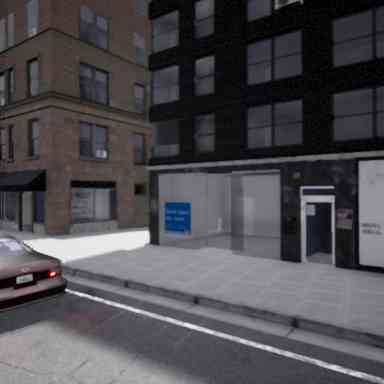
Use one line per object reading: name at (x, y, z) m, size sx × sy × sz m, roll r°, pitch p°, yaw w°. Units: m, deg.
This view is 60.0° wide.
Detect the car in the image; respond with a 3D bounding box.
car at (-4.935, 1.551, 7.204) m, size 5.357 × 1.411 × 2.033 m, roll 0°, pitch 0°, yaw 36°
